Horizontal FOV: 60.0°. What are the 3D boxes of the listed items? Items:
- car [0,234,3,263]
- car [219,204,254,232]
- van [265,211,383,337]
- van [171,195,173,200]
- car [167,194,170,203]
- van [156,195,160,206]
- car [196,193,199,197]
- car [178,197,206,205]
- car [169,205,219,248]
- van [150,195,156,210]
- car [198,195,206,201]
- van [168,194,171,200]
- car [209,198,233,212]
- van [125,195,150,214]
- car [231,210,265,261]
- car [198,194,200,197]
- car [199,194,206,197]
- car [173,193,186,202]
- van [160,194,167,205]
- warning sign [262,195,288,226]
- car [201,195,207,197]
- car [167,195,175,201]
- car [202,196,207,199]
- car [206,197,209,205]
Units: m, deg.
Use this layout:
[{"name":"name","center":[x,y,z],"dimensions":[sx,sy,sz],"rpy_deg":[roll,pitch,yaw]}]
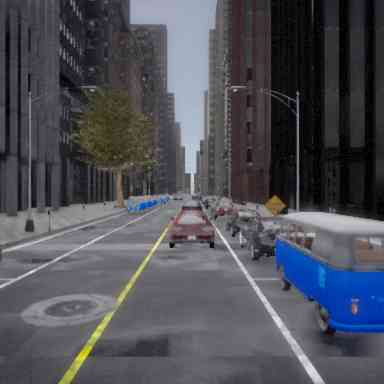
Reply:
[{"name":"car","center":[-5.761,1.315,6.413],"dimensions":[2.192,1.841,5.009],"rpy_deg":[0,0,0]},{"name":"car","center":[2.764,1.553,17.655],"dimensions":[2.008,1.369,4.403],"rpy_deg":[0,0,0]},{"name":"van","center":[2.764,1.341,6.417],"dimensions":[1.690,1.788,3.998],"rpy_deg":[0,0,0]},{"name":"van","center":[-5.761,1.375,73.834],"dimensions":[1.690,1.788,3.998],"rpy_deg":[0,0,0]},{"name":"car","center":[-5.762,1.569,62.596],"dimensions":[1.887,1.381,4.507],"rpy_deg":[0,0,0]},{"name":"van","center":[-5.761,1.354,45.742],"dimensions":[1.690,1.788,3.998],"rpy_deg":[0,0,0]},{"name":"car","center":[2.763,1.360,85.081],"dimensions":[2.192,1.841,5.009],"rpy_deg":[0,0,0]},{"name":"car","center":[0.000,1.491,29.650],"dimensions":[1.882,1.535,5.008],"rpy_deg":[0,0,0]},{"name":"car","center":[0.000,1.535,14.650],"dimensions":[1.812,1.442,4.674],"rpy_deg":[0,0,0]},{"name":"van","center":[-5.761,1.351,40.123],"dimensions":[1.690,1.788,3.998],"rpy_deg":[0,0,0]},{"name":"car","center":[2.763,1.603,90.699],"dimensions":[2.008,1.369,4.403],"rpy_deg":[0,0,0]},{"name":"van","center":[-5.761,1.370,68.215],"dimensions":[1.690,1.788,3.998],"rpy_deg":[0,0,0]},{"name":"car","center":[2.764,1.445,28.892],"dimensions":[1.967,1.590,4.097],"rpy_deg":[0,0,0]},{"name":"van","center":[-5.761,1.349,34.505],"dimensions":[1.690,1.788,3.998],"rpy_deg":[0,0,0]},{"name":"car","center":[2.764,1.551,12.036],"dimensions":[2.008,1.369,4.403],"rpy_deg":[0,0,0]},{"name":"car","center":[2.763,1.595,68.224],"dimensions":[1.947,1.339,4.313],"rpy_deg":[0,0,0]},{"name":"car","center":[2.763,1.550,62.775],"dimensions":[1.752,1.417,4.829],"rpy_deg":[0,0,0]},{"name":"car","center":[-3.000,1.408,75.912],"dimensions":[1.882,1.535,5.008],"rpy_deg":[0,0,0]},{"name":"van","center":[-5.761,1.362,56.978],"dimensions":[1.690,1.788,3.998],"rpy_deg":[0,0,0]},{"name":"warning sign","center":[5.066,1.118,20.304],"dimensions":[1.300,1.860,1.060],"rpy_deg":[0,0,0]},{"name":"car","center":[2.763,1.583,51.367],"dimensions":[1.947,1.339,4.313],"rpy_deg":[0,0,0]},{"name":"car","center":[-5.762,1.577,90.518],"dimensions":[1.752,1.417,4.829],"rpy_deg":[0,0,0]},{"name":"car","center":[2.763,1.579,45.749],"dimensions":[1.947,1.339,4.313],"rpy_deg":[0,0,0]},{"name":"car","center":[2.763,1.533,34.681],"dimensions":[1.752,1.417,4.829],"rpy_deg":[0,0,0]}]
